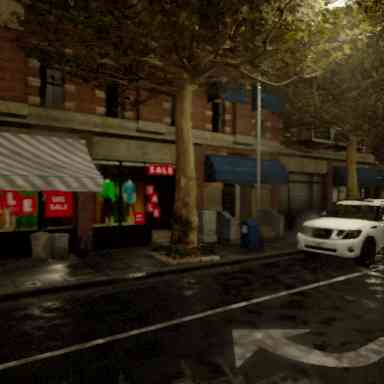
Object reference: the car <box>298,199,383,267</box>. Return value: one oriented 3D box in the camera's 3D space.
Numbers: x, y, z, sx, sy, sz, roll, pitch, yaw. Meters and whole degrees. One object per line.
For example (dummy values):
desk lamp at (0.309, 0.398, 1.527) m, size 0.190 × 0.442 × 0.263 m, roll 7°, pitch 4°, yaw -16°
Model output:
car at (6.256, 1.306, 12.081) m, size 5.566 × 2.045 × 2.435 m, roll 0°, pitch 0°, yaw -36°
